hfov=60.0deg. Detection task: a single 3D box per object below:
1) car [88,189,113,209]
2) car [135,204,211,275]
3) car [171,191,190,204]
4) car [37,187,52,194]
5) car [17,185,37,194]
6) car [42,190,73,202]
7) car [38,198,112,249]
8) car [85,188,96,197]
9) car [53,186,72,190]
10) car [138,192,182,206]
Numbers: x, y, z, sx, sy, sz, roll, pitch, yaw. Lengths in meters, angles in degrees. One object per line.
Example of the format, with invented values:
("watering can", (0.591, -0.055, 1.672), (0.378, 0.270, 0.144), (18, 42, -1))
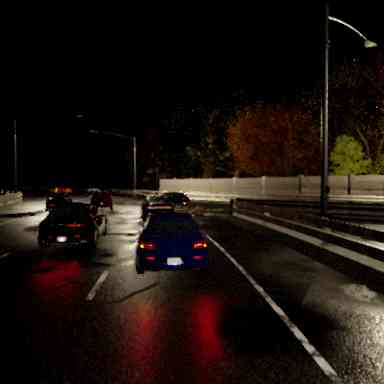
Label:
("car", (-8.314, 0.756, 30.431), (1.882, 1.535, 5.008), (0, 1, -16))
("car", (-0.583, 1.293, 9.575), (1.812, 1.442, 4.674), (0, 2, -5))
("car", (-2.110, 0.717, 32.886), (1.837, 1.490, 4.892), (-1, 2, -36))
("car", (-33.771, -0.330, 74.276), (4.181, 1.385, 1.994), (1, 2, 45))
("car", (-36.325, -0.595, 71.874), (5.566, 2.045, 2.150), (1, 2, 45))
("car", (-11.494, 0.824, 28.863), (1.837, 1.490, 4.892), (0, 1, -16))
("car", (-4.467, 1.195, 13.010), (1.837, 1.490, 4.892), (0, 1, -7))
("car", (-17.395, 0.109, 58.514), (2.128, 1.511, 4.902), (-1, 2, -32))
("car", (-28.100, -0.478, 73.218), (2.097, 1.767, 4.553), (-1, 3, -41))
("car", (-2.195, 1.000, 20.423), (2.128, 1.511, 4.902), (0, 2, -11))
